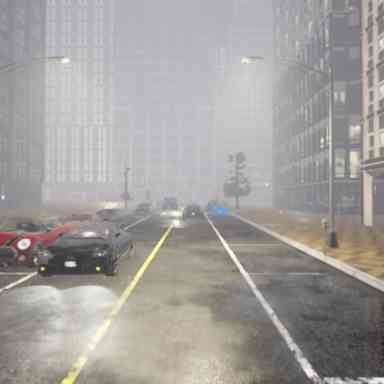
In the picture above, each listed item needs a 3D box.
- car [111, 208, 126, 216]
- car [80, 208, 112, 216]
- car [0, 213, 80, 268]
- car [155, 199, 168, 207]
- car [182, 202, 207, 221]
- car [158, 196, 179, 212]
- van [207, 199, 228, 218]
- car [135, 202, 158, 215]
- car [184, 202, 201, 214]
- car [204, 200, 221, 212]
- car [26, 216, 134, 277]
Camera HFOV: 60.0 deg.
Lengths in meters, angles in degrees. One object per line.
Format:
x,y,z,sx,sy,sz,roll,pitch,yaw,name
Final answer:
-5.659,1.778,22.776,1.947,1.339,4.313,1,-1,0,car
-5.665,1.741,17.133,1.802,1.307,4.206,1,-1,0,car
-5.670,1.547,11.492,1.967,1.590,4.097,1,-1,0,car
-5.745,2.121,62.271,2.008,1.369,4.403,1,-1,0,car
0.122,1.848,30.539,1.994,1.385,4.181,0,0,0,car
-3.044,1.654,46.845,2.150,2.045,5.566,0,-1,0,car
2.737,1.657,34.048,1.690,1.788,3.998,1,-1,0,van
-5.641,1.933,39.703,1.947,1.339,4.313,1,-1,0,car
0.120,1.949,41.538,1.994,1.385,4.181,0,0,1,car
2.748,1.859,45.329,1.967,1.590,4.097,1,-1,0,car
-3.088,1.663,10.439,1.994,1.385,4.181,0,-1,0,car
